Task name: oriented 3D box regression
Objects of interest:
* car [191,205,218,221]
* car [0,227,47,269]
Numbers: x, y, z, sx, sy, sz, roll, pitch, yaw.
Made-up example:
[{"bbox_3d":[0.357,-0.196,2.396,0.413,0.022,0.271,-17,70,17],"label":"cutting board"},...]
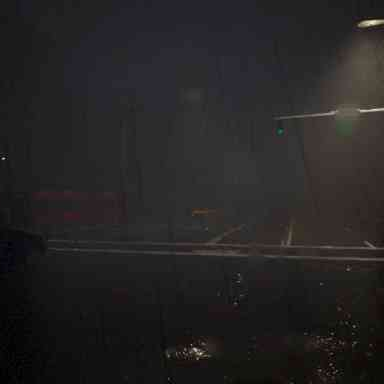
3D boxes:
[{"bbox_3d":[1.390,2.151,35.080,1.882,1.535,5.008,-2,-1,18],"label":"car"},{"bbox_3d":[-6.531,1.833,10.165,1.812,1.442,4.674,-2,-1,18],"label":"car"}]
